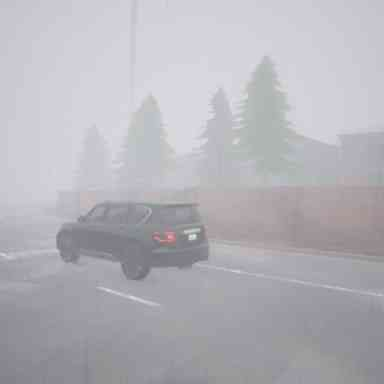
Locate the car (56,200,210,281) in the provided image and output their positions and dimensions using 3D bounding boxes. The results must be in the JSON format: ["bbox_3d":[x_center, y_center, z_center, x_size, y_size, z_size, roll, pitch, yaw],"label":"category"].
[{"bbox_3d":[-2.014,1.266,10.312,5.566,2.045,2.150,0,0,41],"label":"car"}]
